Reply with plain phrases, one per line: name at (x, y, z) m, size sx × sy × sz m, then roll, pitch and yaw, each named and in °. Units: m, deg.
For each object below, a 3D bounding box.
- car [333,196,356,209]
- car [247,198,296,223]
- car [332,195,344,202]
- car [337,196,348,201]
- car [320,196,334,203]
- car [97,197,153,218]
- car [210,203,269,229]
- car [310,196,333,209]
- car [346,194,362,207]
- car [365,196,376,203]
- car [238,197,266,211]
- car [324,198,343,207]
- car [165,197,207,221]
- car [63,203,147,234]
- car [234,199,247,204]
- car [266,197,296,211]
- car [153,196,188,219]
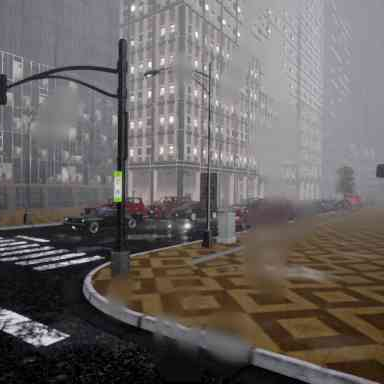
car at (21.394, 1.656, 47.096) m, size 1.812 × 1.442 × 4.674 m, roll 1°, pitch 1°, yaw 35°
car at (6.745, 1.409, 26.944) m, size 2.192 × 1.841 × 5.009 m, roll 1°, pitch 0°, yaw 35°
car at (36.174, 1.571, 82.444) m, size 1.752 × 1.417 × 4.829 m, roll 1°, pitch 1°, yaw 35°
car at (39.459, 1.624, 87.092) m, size 1.947 × 1.339 × 4.313 m, roll 1°, pitch 1°, yaw 35°
car at (29.866, 1.617, 73.525) m, size 1.802 × 1.307 × 4.206 m, roll 1°, pitch 1°, yaw 35°
car at (-5.465, 1.275, 23.771) m, size 2.192 × 1.841 × 5.009 m, roll 1°, pitch 0°, yaw 35°
car at (3.255, 1.668, 22.015) m, size 1.802 × 1.307 × 4.206 m, roll 1°, pitch 0°, yaw 35°
car at (18.510, 1.650, 48.069) m, size 1.994 × 1.385 × 4.181 m, roll 1°, pitch 1°, yaw 35°
car at (25.421, 1.366, 52.858) m, size 2.150 × 2.045 × 5.566 m, roll 1°, pitch 1°, yaw 35°
car at (39.504, 1.599, 73.504) m, size 1.967 × 1.590 × 4.097 m, roll 1°, pitch 1°, yaw 35°
car at (7.691, 1.431, 42.270) m, size 1.967 × 1.590 × 4.097 m, roll 1°, pitch 0°, yaw 35°
car at (23.349, 1.659, 54.935) m, size 1.994 × 1.385 × 4.181 m, roll 1°, pitch 1°, yaw 35°
car at (0.309, 1.485, 27.447) m, size 1.882 × 1.535 × 5.008 m, roll 1°, pitch 1°, yaw 35°
car at (-5.132, 1.595, 19.724) m, size 1.895 × 1.301 × 4.718 m, roll 1°, pitch 1°, yaw 35°
car at (5.770, 1.511, 35.163) m, size 2.128 × 1.511 × 4.902 m, roll 1°, pitch 1°, yaw 35°
car at (11.718, 1.525, 43.502) m, size 2.128 × 1.511 × 4.902 m, roll 1°, pitch 1°, yaw 36°
car at (-1.810, 1.283, 28.941) m, size 2.192 × 1.841 × 5.009 m, roll 1°, pitch 0°, yaw 35°
